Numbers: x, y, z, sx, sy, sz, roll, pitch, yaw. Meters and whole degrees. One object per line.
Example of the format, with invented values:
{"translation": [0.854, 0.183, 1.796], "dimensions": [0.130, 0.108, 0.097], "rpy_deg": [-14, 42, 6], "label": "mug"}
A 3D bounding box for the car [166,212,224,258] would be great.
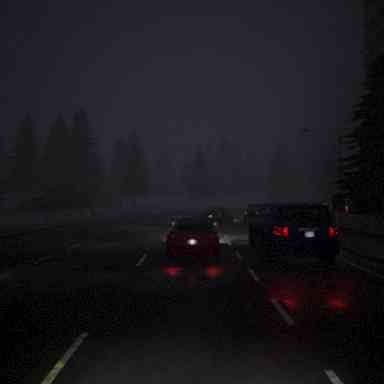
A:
{"translation": [0.091, 1.714, 13.494], "dimensions": [1.994, 1.385, 4.181], "rpy_deg": [0, -1, 2], "label": "car"}

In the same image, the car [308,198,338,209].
{"translation": [22.968, 1.991, 58.316], "dimensions": [4.553, 1.767, 2.097], "rpy_deg": [0, -1, -21], "label": "car"}

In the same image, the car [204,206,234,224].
{"translation": [2.162, 1.870, 27.813], "dimensions": [1.994, 1.385, 4.181], "rpy_deg": [0, -1, 20], "label": "car"}

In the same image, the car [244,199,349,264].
{"translation": [3.538, 1.364, 12.534], "dimensions": [2.150, 2.045, 5.566], "rpy_deg": [0, 0, 1], "label": "car"}
